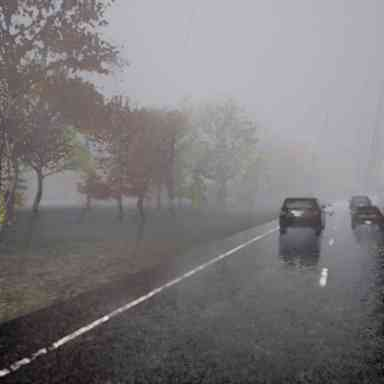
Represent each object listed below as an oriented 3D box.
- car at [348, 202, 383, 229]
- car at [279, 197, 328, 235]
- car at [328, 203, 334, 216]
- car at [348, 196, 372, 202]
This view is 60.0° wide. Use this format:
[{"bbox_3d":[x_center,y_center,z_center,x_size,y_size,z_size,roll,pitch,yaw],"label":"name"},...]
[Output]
[{"bbox_3d":[11.760,1.632,22.483,1.837,1.490,4.892,0,-1,25],"label":"car"},{"bbox_3d":[6.634,1.339,19.768,2.150,2.045,5.566,0,-1,25],"label":"car"},{"bbox_3d":[13.949,1.815,35.256,1.895,1.301,4.718,0,0,26],"label":"car"},{"bbox_3d":[18.335,1.431,36.290,2.150,2.045,5.566,0,0,26],"label":"car"}]
